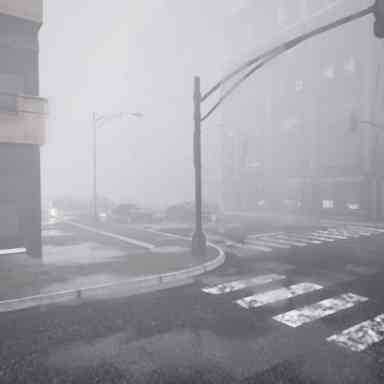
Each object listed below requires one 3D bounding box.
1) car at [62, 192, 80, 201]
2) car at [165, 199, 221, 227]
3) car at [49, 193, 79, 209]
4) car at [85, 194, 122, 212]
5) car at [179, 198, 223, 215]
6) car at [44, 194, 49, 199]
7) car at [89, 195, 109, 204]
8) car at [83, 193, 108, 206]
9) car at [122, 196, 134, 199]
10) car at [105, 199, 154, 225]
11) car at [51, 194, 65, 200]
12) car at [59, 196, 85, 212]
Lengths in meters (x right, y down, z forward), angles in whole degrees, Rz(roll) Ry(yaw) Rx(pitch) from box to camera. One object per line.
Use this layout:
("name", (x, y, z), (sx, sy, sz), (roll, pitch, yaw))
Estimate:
("car", (-25.185, 0.924, 69.188), (2.192, 1.841, 5.009), (-1, 1, -35))
("car", (-0.035, 1.423, 22.699), (2.128, 1.511, 4.902), (-1, 1, -35))
("car", (-15.895, 1.306, 41.059), (1.967, 1.590, 4.097), (-1, 1, -35))
("car", (-9.922, 1.331, 36.993), (1.882, 1.535, 5.008), (-1, 1, -35))
("car", (0.781, 1.348, 31.878), (1.887, 1.381, 4.507), (-1, 1, -35))
("car", (-34.985, 1.063, 83.345), (1.752, 1.417, 4.829), (-1, 1, -35))
("car", (-15.574, 1.205, 55.314), (1.752, 1.417, 4.829), (-1, 1, -35))
("car", (-14.157, 1.102, 48.626), (2.097, 1.767, 4.553), (-1, 1, -34))
("car", (-9.105, 1.255, 45.971), (1.752, 1.417, 4.829), (-1, 1, -35))
("car", (-4.391, 1.503, 24.221), (1.887, 1.381, 4.507), (-1, 1, -35))
("car", (-31.653, 1.113, 78.534), (2.008, 1.369, 4.403), (-1, 1, -35))
("car", (-12.659, 1.442, 36.388), (2.008, 1.369, 4.403), (-1, 1, -35))
